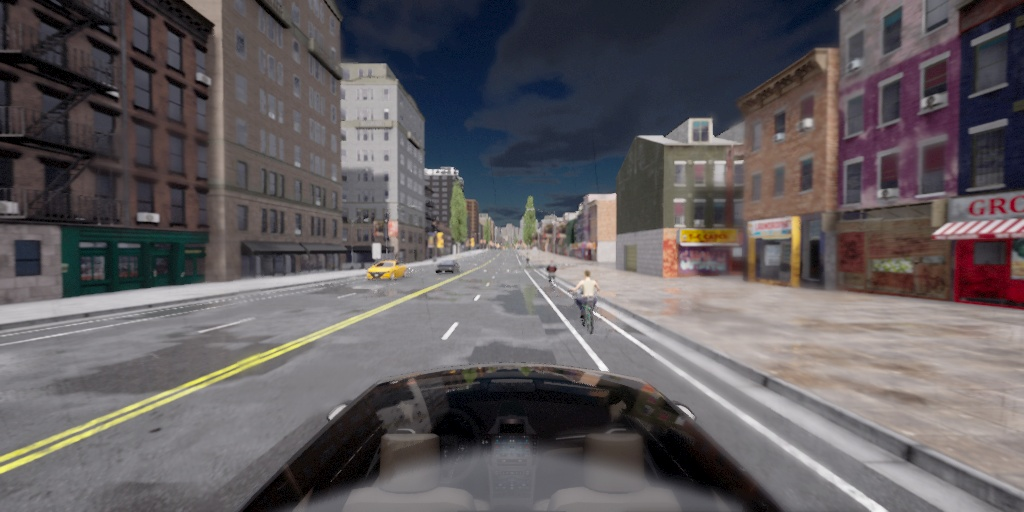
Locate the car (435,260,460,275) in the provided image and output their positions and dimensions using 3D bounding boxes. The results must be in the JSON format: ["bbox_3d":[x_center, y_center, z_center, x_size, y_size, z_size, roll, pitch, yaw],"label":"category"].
[{"bbox_3d":[-6.569,1.122,37.156,2.033,1.411,5.357,0,0,0],"label":"car"}]

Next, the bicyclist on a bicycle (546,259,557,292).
[{"bbox_3d":[2.193,1.060,19.890,0.659,1.776,1.843,0,0,1],"label":"bicyclist on a bicycle"}]

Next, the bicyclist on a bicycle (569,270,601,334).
[{"bbox_3d":[1.980,1.169,9.542,0.866,1.612,1.509,0,0,0],"label":"bicyclist on a bicycle"}]

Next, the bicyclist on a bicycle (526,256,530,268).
[{"bbox_3d":[2.190,0.833,49.750,0.659,1.776,1.843,0,2,1],"label":"bicyclist on a bicycle"}]

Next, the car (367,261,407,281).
[{"bbox_3d":[-9.847,1.116,28.560,1.882,1.535,5.008,0,0,0],"label":"car"}]
